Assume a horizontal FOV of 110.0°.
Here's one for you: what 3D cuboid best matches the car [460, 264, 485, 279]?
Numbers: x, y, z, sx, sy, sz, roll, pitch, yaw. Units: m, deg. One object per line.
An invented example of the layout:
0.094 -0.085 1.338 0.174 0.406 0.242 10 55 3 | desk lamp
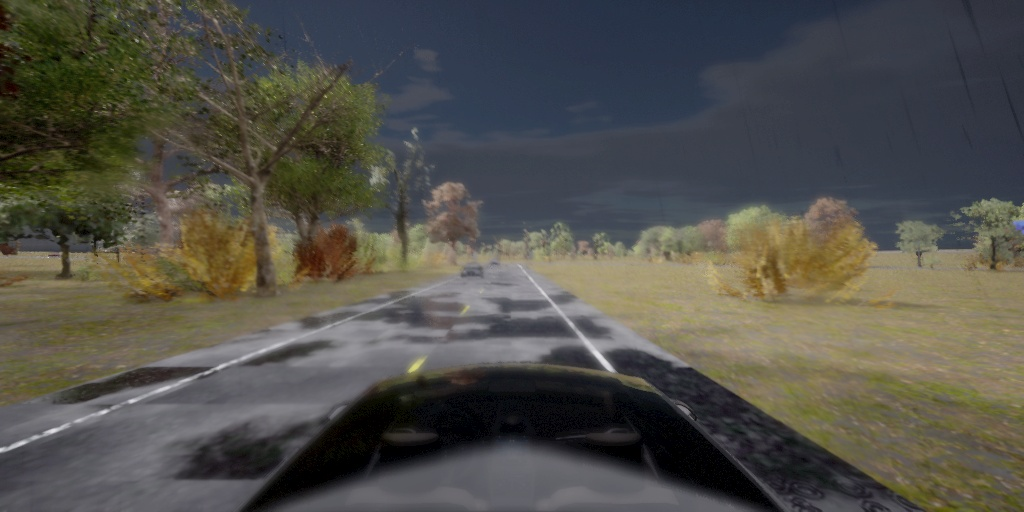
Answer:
-3.594 1.395 33.542 1.994 1.385 4.181 0 0 0 | car
